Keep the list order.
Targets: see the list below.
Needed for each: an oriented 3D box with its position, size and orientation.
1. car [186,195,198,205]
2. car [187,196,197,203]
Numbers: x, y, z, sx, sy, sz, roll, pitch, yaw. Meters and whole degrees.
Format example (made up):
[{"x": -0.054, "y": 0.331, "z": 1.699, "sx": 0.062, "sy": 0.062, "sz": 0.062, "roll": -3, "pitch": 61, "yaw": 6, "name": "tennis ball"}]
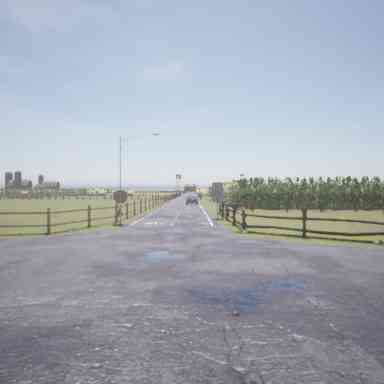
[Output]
[{"x": 0.011, "y": 1.285, "z": 58.119, "sx": 2.097, "sy": 1.767, "sz": 4.553, "roll": 0, "pitch": 0, "yaw": 0, "name": "car"}, {"x": 0.013, "y": 1.461, "z": 68.155, "sx": 2.033, "sy": 1.411, "sz": 5.357, "roll": 0, "pitch": 0, "yaw": 0, "name": "car"}]
